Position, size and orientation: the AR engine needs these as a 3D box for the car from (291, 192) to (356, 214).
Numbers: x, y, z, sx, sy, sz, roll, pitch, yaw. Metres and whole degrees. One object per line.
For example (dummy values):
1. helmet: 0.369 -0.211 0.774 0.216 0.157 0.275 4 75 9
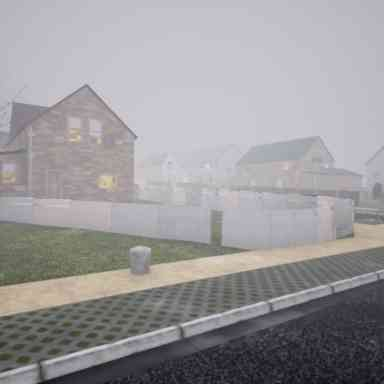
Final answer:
1. car: 9.186 0.838 23.992 1.882 1.535 5.008 1 2 -34

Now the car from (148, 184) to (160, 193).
1. car: -6.725 -0.611 52.548 2.033 1.411 5.357 1 2 -34

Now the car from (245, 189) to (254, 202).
1. car: 4.659 0.301 35.886 1.837 1.490 4.892 1 2 -34

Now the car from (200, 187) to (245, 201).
1. car: 2.659 0.312 33.572 1.837 1.490 4.892 0 4 -35

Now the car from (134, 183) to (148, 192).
1. car: -9.047 -0.670 50.912 1.837 1.490 4.892 1 2 -34
